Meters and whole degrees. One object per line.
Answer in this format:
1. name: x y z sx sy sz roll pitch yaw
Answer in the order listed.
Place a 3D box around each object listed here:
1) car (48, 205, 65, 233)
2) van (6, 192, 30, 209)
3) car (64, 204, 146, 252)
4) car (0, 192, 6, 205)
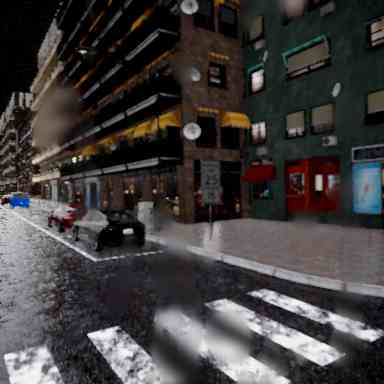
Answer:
1. car: -6.329 1.300 17.352 1.802 1.307 4.206 0 1 -33
2. van: -18.629 0.900 35.933 1.690 1.788 3.998 0 1 -33
3. car: -3.254 1.323 12.707 1.947 1.339 4.313 0 1 -33
4. car: -24.777 1.024 45.226 1.887 1.381 4.507 0 1 -33
